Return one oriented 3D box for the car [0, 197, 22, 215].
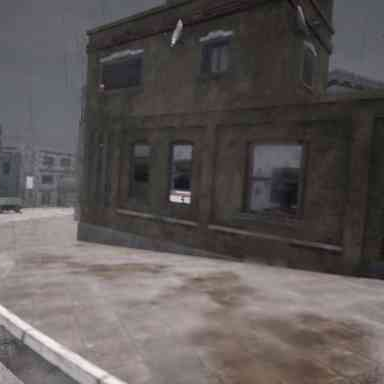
[{"bbox_3d":[-23.498,1.658,41.426,2.150,2.045,5.566,4,-2,4],"label":"car"}]
